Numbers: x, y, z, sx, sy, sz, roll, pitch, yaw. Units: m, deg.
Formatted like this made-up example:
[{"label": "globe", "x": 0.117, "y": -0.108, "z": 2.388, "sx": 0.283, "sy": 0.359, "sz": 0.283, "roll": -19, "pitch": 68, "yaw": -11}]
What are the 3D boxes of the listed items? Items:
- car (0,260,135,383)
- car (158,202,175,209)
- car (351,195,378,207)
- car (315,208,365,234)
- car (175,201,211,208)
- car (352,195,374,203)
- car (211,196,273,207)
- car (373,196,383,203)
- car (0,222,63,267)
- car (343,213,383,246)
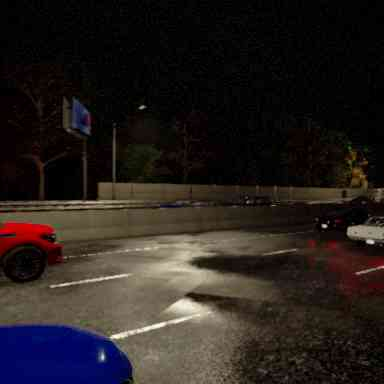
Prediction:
[{"label": "car", "x": -2.581, "y": 1.520, "z": 1.906, "sx": 4.674, "sy": 1.442, "sz": 1.812, "roll": 0, "pitch": 0, "yaw": -36}, {"label": "car", "x": -1.450, "y": 1.701, "z": 37.354, "sx": 4.718, "sy": 1.301, "sz": 1.895, "roll": 0, "pitch": 0, "yaw": -35}, {"label": "car", "x": 31.538, "y": 1.593, "z": 60.783, "sx": 5.566, "sy": 2.045, "sz": 2.150, "roll": 0, "pitch": 0, "yaw": -36}, {"label": "car", "x": 8.765, "y": 1.614, "z": 18.606, "sx": 4.674, "sy": 1.442, "sz": 1.812, "roll": 0, "pitch": 0, "yaw": -36}, {"label": "car", "x": 1.267, "y": 1.653, "z": 34.993, "sx": 5.357, "sy": 1.411, "sz": 2.033, "roll": 0, "pitch": 0, "yaw": -35}, {"label": "car", "x": 28.066, "y": 1.689, "z": 54.016, "sx": 4.553, "sy": 1.767, "sz": 2.097, "roll": 1, "pitch": -1, "yaw": -35}, {"label": "car", "x": 4.674, "y": 1.326, "z": 28.826, "sx": 5.566, "sy": 2.045, "sz": 2.150, "roll": 1, "pitch": 0, "yaw": -35}, {"label": "car", "x": 30.683, "y": 1.695, "z": 51.577, "sx": 4.553, "sy": 1.767, "sz": 2.097, "roll": 1, "pitch": -1, "yaw": -35}, {"label": "car", "x": -6.107, "y": 1.218, "z": 7.988, "sx": 5.566, "sy": 2.045, "sz": 2.150, "roll": 0, "pitch": 0, "yaw": -36}, {"label": "car", "x": 8.814, "y": 1.676, "z": 14.337, "sx": 4.718, "sy": 1.301, "sz": 1.895, "roll": 0, "pitch": 0, "yaw": -36}]
